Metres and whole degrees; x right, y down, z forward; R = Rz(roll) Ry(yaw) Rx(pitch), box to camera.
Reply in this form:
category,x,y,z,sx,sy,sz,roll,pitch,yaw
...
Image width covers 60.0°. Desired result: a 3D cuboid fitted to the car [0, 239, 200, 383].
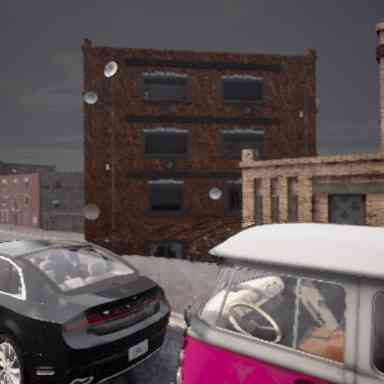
category,x,y,z,sx,sy,sz,roll,pitch,yaw
car,-2.559,1.472,5.079,4.892,1.521,2.231,0,0,36
